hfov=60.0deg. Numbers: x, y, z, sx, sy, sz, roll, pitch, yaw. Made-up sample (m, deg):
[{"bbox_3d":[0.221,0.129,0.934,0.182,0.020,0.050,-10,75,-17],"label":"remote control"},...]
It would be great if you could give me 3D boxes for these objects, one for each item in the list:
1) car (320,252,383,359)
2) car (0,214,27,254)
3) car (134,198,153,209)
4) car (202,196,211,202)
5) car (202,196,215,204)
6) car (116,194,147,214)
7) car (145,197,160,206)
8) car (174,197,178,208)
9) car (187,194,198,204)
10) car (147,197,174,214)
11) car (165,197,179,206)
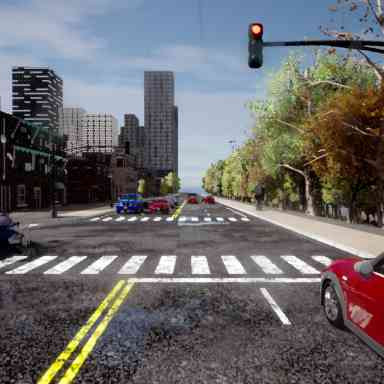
[{"bbox_3d":[3.350,1.351,4.175,2.097,1.767,4.553,0,0,0],"label":"car"},{"bbox_3d":[-7.575,1.564,12.700,1.994,1.385,4.181,0,0,-31],"label":"car"},{"bbox_3d":[-6.567,1.585,45.543,1.895,1.301,4.718,0,0,0],"label":"car"},{"bbox_3d":[3.279,1.522,75.491,1.994,1.385,4.181,0,0,0],"label":"car"},{"bbox_3d":[3.373,1.453,64.531,1.882,1.535,5.008,0,0,0],"label":"car"},{"bbox_3d":[-6.571,1.210,35.797,2.150,2.045,5.566,0,0,0],"label":"car"},{"bbox_3d":[-6.551,1.544,55.572,1.994,1.385,4.181,0,0,1],"label":"car"},{"bbox_3d":[-3.315,1.532,45.444,2.033,1.411,5.357,0,0,0],"label":"car"},{"bbox_3d":[0.123,1.540,64.072,1.994,1.385,4.181,0,0,0],"label":"car"},{"bbox_3d":[-3.324,1.466,35.545,1.882,1.535,5.008,0,0,0],"label":"car"},{"bbox_3d":[-3.303,1.527,56.017,2.033,1.411,5.357,0,0,0],"label":"car"}]
